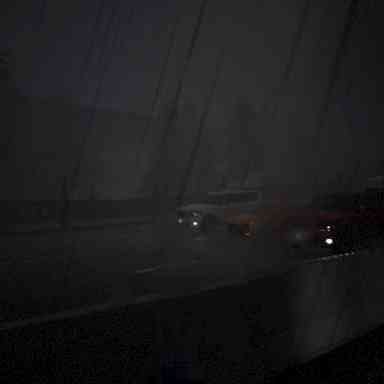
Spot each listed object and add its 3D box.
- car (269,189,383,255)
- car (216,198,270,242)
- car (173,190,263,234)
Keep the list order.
[{"bbox_3d":[5.705,0.962,12.381,5.566,2.045,2.150,-3,2,-36],"label":"car"},{"bbox_3d":[3.780,1.211,15.307,5.008,1.535,1.882,-3,2,-36],"label":"car"},{"bbox_3d":[1.645,0.962,18.084,5.566,2.045,2.150,-3,2,-36],"label":"car"}]
